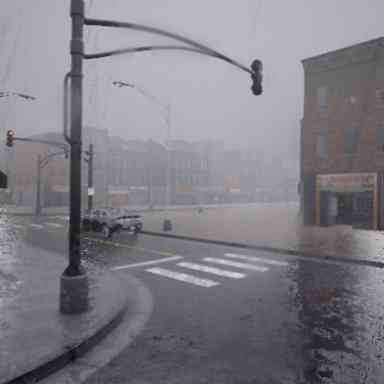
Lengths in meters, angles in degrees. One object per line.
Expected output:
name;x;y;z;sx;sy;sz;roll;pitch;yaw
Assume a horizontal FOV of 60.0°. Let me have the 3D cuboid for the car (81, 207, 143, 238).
car;-4.679;1.566;18.055;4.902;1.511;2.128;0;-1;43
